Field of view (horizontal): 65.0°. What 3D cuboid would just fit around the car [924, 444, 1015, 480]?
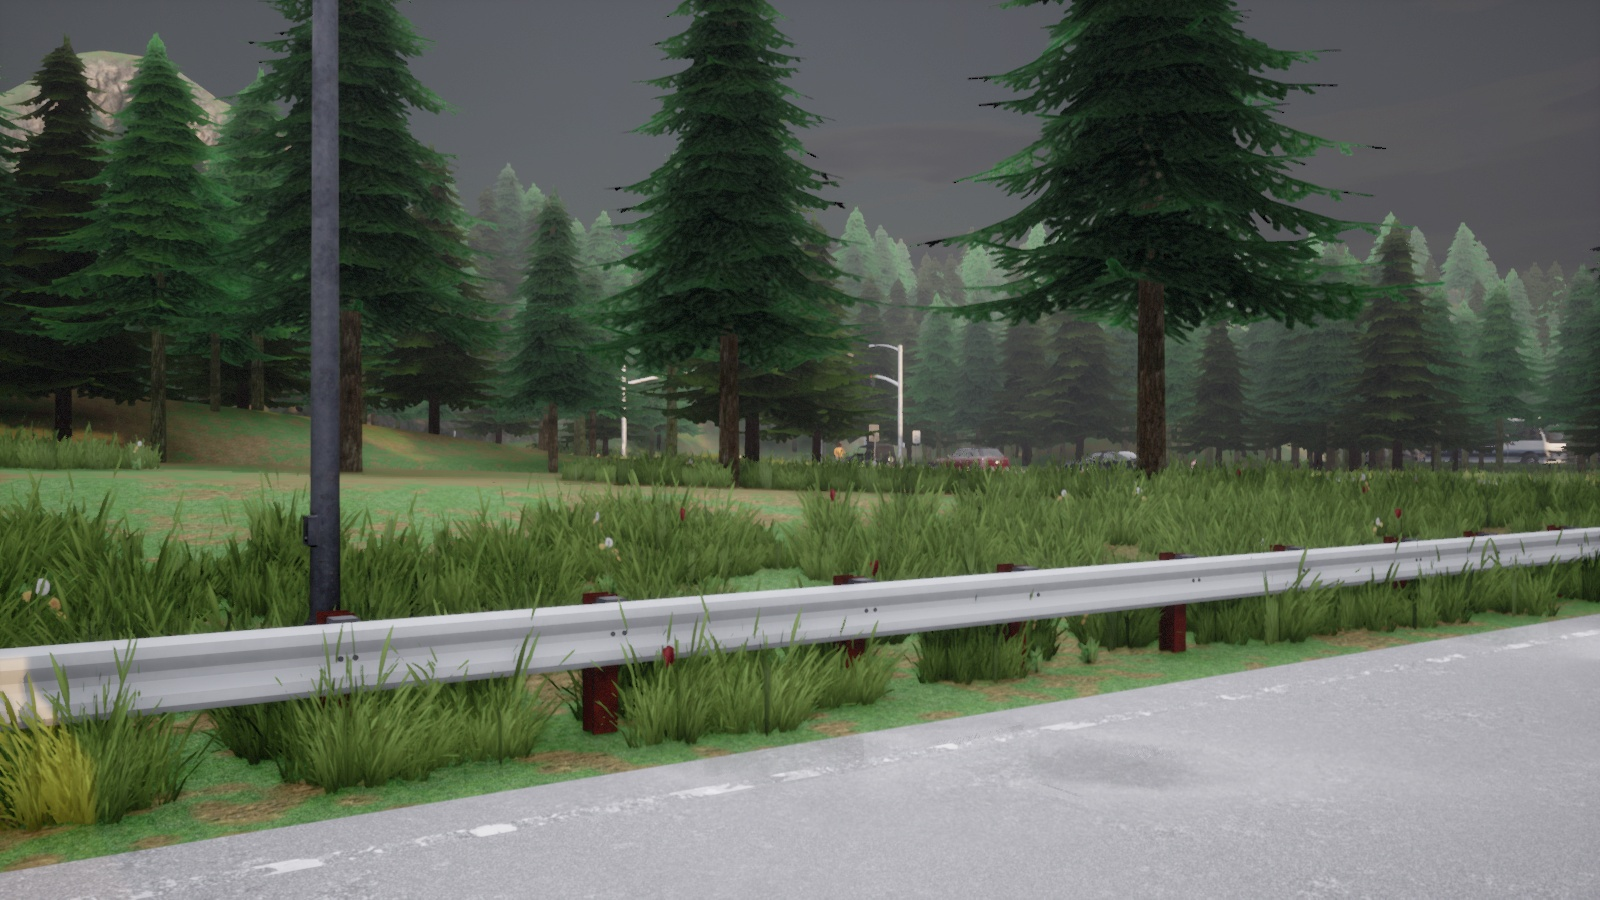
[{"bbox_3d":[8.614,0.591,64.120,2.097,1.767,4.553,0,0,-34],"label":"car"}]

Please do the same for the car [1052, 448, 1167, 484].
[{"bbox_3d":[13.839,0.681,56.476,1.882,1.535,5.008,0,0,-35],"label":"car"}]

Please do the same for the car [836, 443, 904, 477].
[{"bbox_3d":[3.927,0.555,71.151,1.905,1.878,3.866,0,0,-34],"label":"car"}]
